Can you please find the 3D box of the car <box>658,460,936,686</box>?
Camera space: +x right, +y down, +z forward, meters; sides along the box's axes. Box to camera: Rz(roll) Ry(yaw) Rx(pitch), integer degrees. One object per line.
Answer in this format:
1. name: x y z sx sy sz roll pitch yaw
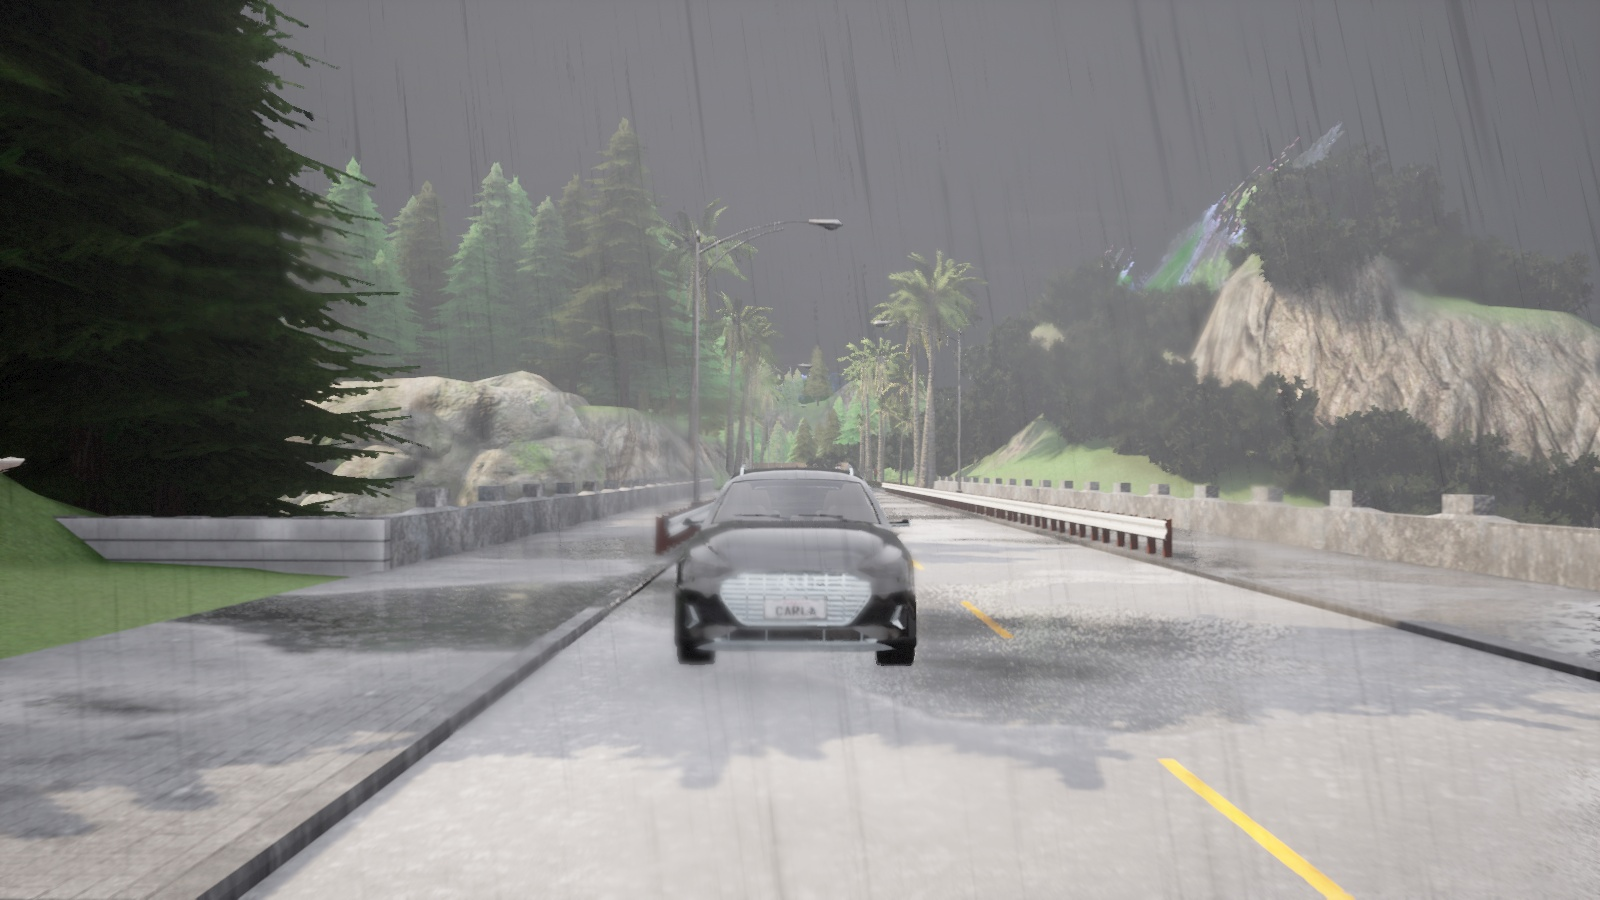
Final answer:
1. car: -0.026 0.939 11.645 2.033 1.649 4.856 0 -1 0
